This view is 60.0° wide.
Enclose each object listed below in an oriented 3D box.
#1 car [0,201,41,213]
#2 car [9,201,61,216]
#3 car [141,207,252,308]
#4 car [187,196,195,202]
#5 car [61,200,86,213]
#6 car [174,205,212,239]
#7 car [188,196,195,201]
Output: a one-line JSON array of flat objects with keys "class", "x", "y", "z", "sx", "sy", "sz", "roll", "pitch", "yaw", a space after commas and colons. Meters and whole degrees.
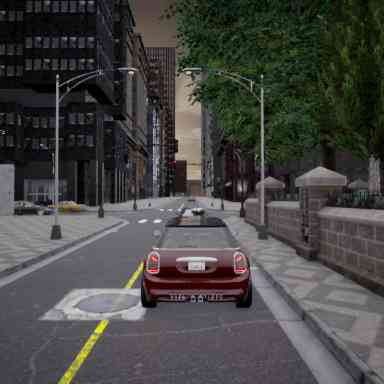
[{"class": "car", "x": -20.195, "y": 1.708, "z": 38.697, "sx": 4.403, "sy": 1.369, "sz": 2.008, "roll": 0, "pitch": -1, "yaw": 0}, {"class": "car", "x": -14.702, "y": 1.518, "z": 30.156, "sx": 4.403, "sy": 1.369, "sz": 2.008, "roll": 0, "pitch": -1, "yaw": 0}, {"class": "car", "x": 0.081, "y": 1.357, "z": 8.102, "sx": 2.097, "sy": 1.767, "sz": 4.553, "roll": 0, "pitch": 0, "yaw": 0}, {"class": "car", "x": -0.172, "y": 1.732, "z": 79.721, "sx": 2.033, "sy": 1.411, "sz": 5.357, "roll": 0, "pitch": 0, "yaw": 0}, {"class": "car", "x": -14.852, "y": 1.676, "z": 38.680, "sx": 4.829, "sy": 1.417, "sz": 1.752, "roll": 0, "pitch": -1, "yaw": 0}, {"class": "car", "x": 0.059, "y": 1.542, "z": 18.228, "sx": 1.812, "sy": 1.442, "sz": 4.674, "roll": 0, "pitch": 0, "yaw": 0}, {"class": "car", "x": -0.194, "y": 1.712, "z": 90.140, "sx": 1.812, "sy": 1.442, "sz": 4.674, "roll": 0, "pitch": 0, "yaw": 0}]
